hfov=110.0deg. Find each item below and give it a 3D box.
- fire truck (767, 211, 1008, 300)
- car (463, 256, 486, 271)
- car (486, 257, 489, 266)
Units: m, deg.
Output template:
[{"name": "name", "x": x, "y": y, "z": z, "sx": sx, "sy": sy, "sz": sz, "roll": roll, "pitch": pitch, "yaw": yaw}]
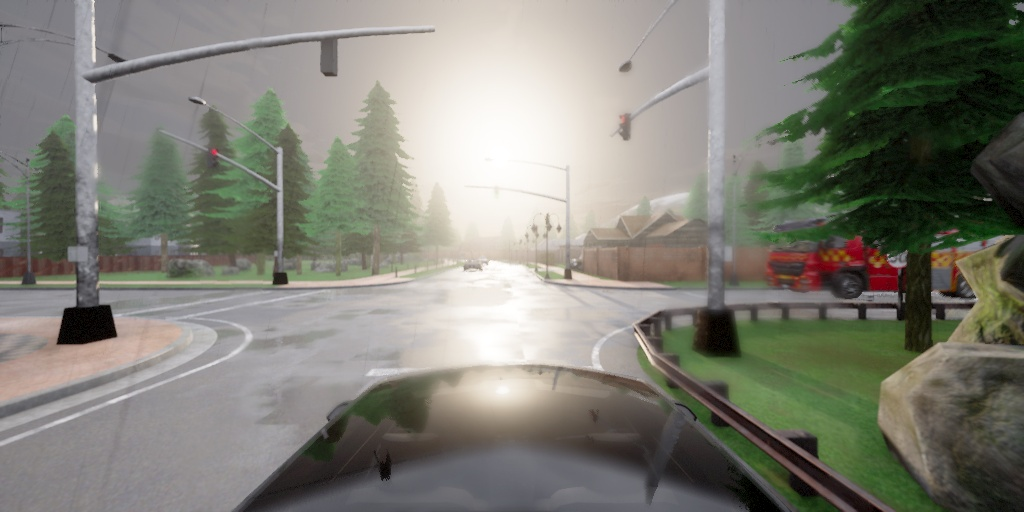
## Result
[{"name": "fire truck", "x": 16.840, "y": -0.043, "z": 16.477, "sx": 8.468, "sy": 3.827, "sz": 2.891, "roll": 0, "pitch": 0, "yaw": 0}, {"name": "car", "x": -4.391, "y": 0.983, "z": 40.829, "sx": 1.994, "sy": 1.385, "sz": 4.181, "roll": 0, "pitch": 0, "yaw": -1}, {"name": "car", "x": -4.793, "y": 0.805, "z": 58.786, "sx": 1.812, "sy": 1.442, "sz": 4.674, "roll": 0, "pitch": 0, "yaw": -2}]
